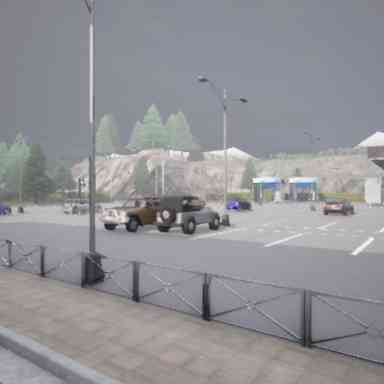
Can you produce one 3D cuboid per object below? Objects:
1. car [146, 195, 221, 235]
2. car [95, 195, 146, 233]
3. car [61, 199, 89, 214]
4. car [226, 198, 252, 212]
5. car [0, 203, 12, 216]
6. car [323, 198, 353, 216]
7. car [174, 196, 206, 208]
[{"bbox_3d":[-0.210,1.098,17.115,1.905,1.878,3.866,0,0,35],"label":"car"},{"bbox_3d":[-2.816,1.121,18.466,1.932,1.855,4.605,0,0,35],"label":"car"},{"bbox_3d":[-11.133,1.417,33.678,1.970,1.475,3.806,0,0,35],"label":"car"},{"bbox_3d":[5.014,1.344,35.666,1.845,1.501,3.633,0,0,35],"label":"car"},{"bbox_3d":[-17.867,1.409,29.366,1.845,1.501,3.633,0,0,35],"label":"car"},{"bbox_3d":[13.126,1.316,29.830,2.007,1.523,4.514,0,0,35],"label":"car"},{"bbox_3d":[-0.177,1.363,48.791,2.152,1.636,5.027,0,0,35],"label":"car"}]
